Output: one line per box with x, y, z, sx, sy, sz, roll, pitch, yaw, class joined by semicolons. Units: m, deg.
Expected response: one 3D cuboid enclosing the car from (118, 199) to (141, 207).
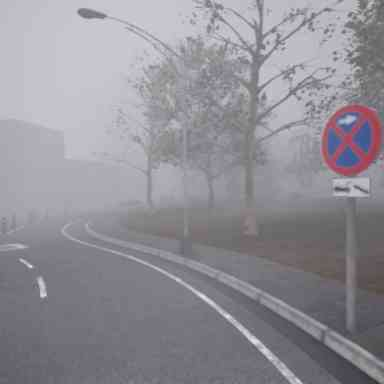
-10.080;1.732;53.919;1.895;1.301;4.718;-1;1;17;car

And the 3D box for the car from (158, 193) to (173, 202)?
-5.374;1.142;69.083;2.097;1.767;4.553;-1;1;17;car

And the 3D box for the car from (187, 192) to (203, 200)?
0.190;1.074;76.121;2.033;1.411;5.357;-1;1;17;car

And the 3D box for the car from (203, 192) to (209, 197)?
3.257;0.708;86.079;1.994;1.385;4.181;-1;1;17;car
